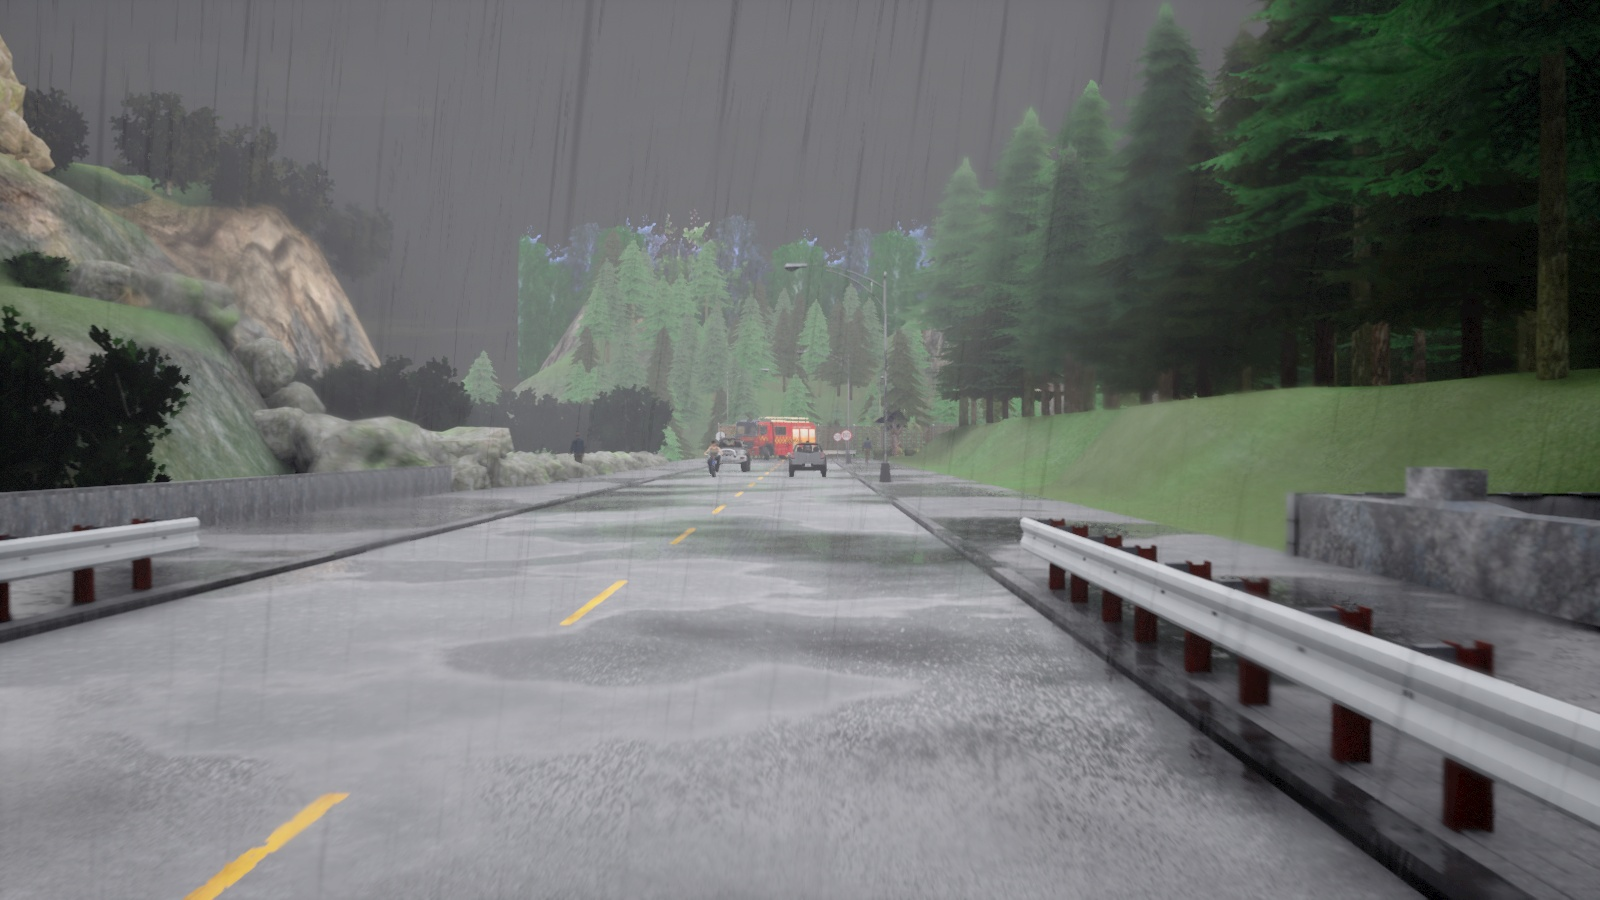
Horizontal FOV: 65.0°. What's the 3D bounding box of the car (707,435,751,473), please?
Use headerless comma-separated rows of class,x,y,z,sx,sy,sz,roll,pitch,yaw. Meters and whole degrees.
car,-3.610,0.198,64.499,1.932,1.855,4.605,0,0,1

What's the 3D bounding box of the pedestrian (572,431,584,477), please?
pedestrian,-9.080,0.160,51.335,0.402,1.842,0.726,0,0,-19

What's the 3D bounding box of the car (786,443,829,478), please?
car,0.344,0.444,56.362,1.845,1.501,3.633,0,0,0
